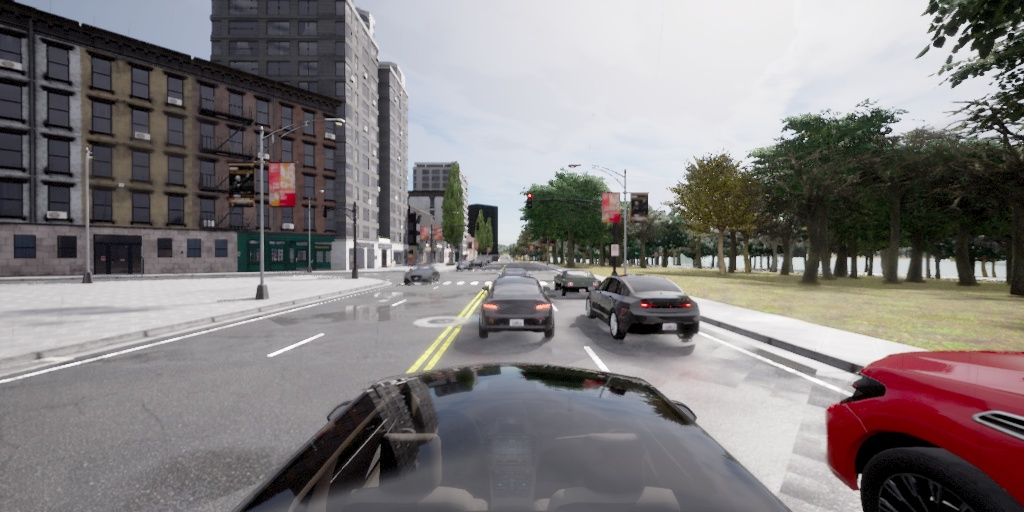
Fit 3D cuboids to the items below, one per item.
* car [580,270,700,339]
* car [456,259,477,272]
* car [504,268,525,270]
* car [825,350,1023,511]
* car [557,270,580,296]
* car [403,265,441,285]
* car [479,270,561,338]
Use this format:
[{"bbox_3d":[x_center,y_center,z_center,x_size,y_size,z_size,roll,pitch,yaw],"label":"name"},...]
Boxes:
[{"bbox_3d":[3.367,1.268,10.057,1.837,1.490,4.892,0,0,0],"label":"car"},{"bbox_3d":[-6.493,1.312,49.212,2.128,1.511,4.902,0,0,0],"label":"car"},{"bbox_3d":[0.143,1.341,18.854,1.994,1.385,4.181,0,0,0],"label":"car"},{"bbox_3d":[3.346,0.969,0.194,2.150,2.045,5.566,0,0,0],"label":"car"},{"bbox_3d":[3.389,1.379,19.369,1.895,1.301,4.718,0,0,0],"label":"car"},{"bbox_3d":[-6.543,1.351,26.498,1.994,1.385,4.181,0,0,0],"label":"car"},{"bbox_3d":[0.121,1.289,10.096,1.812,1.442,4.674,0,0,0],"label":"car"}]
